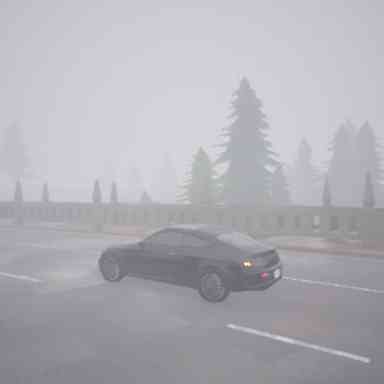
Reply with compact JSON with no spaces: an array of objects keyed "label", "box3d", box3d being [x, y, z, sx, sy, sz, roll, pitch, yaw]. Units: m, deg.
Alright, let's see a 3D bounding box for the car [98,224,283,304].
[{"label":"car","box3d":[-0.199,1.501,8.056,4.674,1.442,1.812,0,0,33]}]
